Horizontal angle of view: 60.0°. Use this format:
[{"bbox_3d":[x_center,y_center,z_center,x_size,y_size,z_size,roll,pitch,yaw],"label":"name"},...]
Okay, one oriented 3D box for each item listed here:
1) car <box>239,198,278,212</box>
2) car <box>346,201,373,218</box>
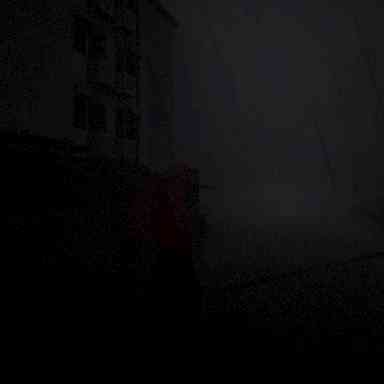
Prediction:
[{"bbox_3d":[7.618,1.477,38.552,1.882,1.535,5.008,0,0,-36],"label":"car"},{"bbox_3d":[15.324,1.525,27.840,1.812,1.442,4.674,0,0,-37],"label":"car"}]
